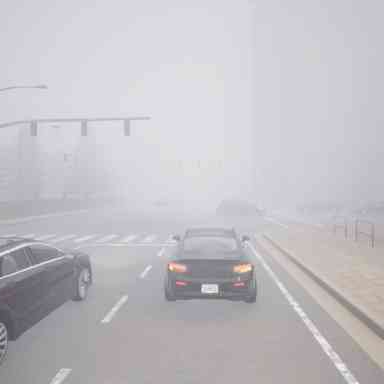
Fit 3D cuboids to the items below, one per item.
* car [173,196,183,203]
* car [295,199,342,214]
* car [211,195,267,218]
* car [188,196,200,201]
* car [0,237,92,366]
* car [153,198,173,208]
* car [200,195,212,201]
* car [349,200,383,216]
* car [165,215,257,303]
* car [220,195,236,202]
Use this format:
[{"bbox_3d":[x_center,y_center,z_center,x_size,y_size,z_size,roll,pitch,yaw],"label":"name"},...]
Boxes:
[{"bbox_3d":[-3.064,1.506,68.696,1.837,1.490,4.892,0,0,9],"label":"car"},{"bbox_3d":[13.828,1.560,36.493,4.892,1.490,1.837,0,0,3],"label":"car"},{"bbox_3d":[4.494,1.395,30.409,4.553,1.767,2.097,0,0,22],"label":"car"},{"bbox_3d":[0.681,1.552,79.505,1.994,1.385,4.181,0,0,28],"label":"car"},{"bbox_3d":[-3.214,1.492,5.466,2.128,1.511,4.902,0,0,4],"label":"car"},{"bbox_3d":[-4.463,1.563,49.115,1.994,1.385,4.181,0,0,3],"label":"car"},{"bbox_3d":[4.572,1.524,79.212,1.812,1.442,4.674,0,0,33],"label":"car"},{"bbox_3d":[18.082,1.560,32.787,4.892,1.490,1.837,0,0,2],"label":"car"},{"bbox_3d":[0.456,1.526,8.119,1.812,1.442,4.674,0,0,4],"label":"car"},{"bbox_3d":[8.564,1.524,78.850,1.812,1.442,4.674,0,0,38],"label":"car"}]
